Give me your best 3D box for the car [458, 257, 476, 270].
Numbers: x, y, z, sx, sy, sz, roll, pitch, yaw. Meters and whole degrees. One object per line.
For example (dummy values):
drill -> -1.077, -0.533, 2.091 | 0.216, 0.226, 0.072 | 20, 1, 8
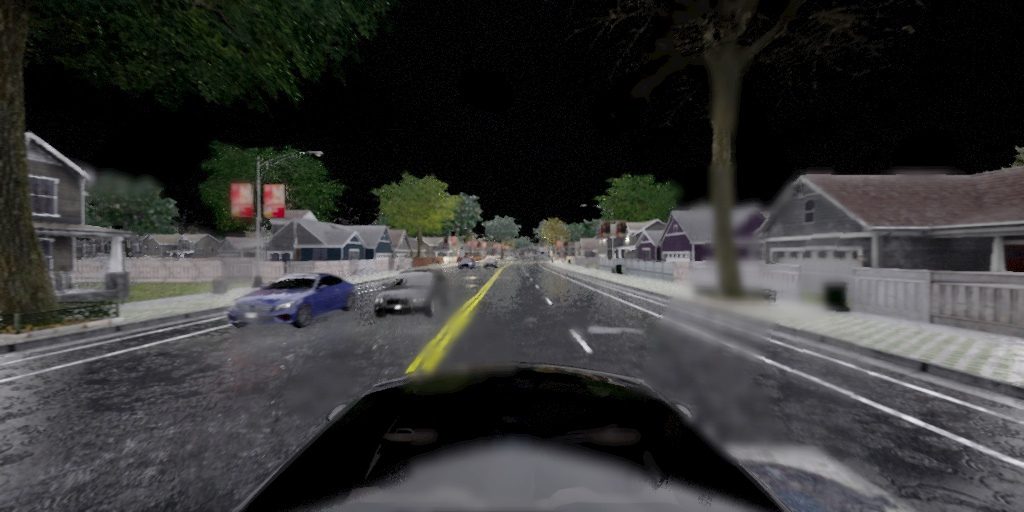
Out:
car -> -6.500, 1.023, 51.983 | 2.097, 1.767, 4.553 | 0, 0, 1

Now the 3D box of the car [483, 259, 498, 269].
car -> -3.209, 1.139, 54.509 | 1.882, 1.535, 5.008 | 0, 0, 2

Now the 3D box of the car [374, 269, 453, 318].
car -> -3.351, 1.246, 12.956 | 1.837, 1.490, 4.892 | 0, 0, 0

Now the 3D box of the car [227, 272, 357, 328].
car -> -6.601, 1.268, 11.435 | 1.812, 1.442, 4.674 | 0, 0, 0
